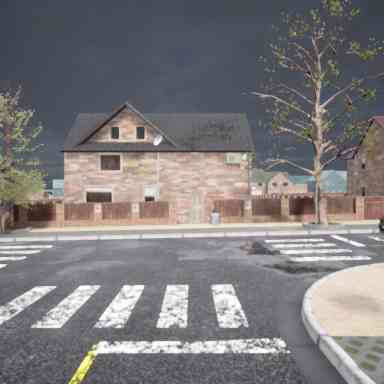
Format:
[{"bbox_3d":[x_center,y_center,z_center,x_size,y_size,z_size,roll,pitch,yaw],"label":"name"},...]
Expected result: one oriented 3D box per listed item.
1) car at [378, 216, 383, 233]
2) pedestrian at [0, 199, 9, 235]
[{"bbox_3d":[10.553,1.155,14.020,5.008,1.535,1.882,-1,1,-1],"label":"car"},{"bbox_3d":[-9.656,1.250,16.919,0.375,1.860,0.375,0,2,0],"label":"pedestrian"}]
